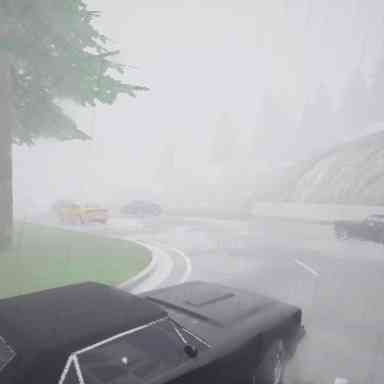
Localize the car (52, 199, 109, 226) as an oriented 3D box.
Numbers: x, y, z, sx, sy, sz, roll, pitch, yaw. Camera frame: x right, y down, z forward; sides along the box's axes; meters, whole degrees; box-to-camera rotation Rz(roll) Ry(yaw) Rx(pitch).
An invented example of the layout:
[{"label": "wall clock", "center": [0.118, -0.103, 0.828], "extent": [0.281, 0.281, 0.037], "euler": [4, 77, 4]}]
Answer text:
[{"label": "car", "center": [-7.890, 1.475, 23.912], "extent": [1.882, 1.535, 5.008], "euler": [0, 0, -45]}]

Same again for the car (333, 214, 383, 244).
[{"label": "car", "center": [8.142, 1.592, 14.049], "extent": [1.895, 1.301, 4.718], "euler": [0, 0, -13]}]

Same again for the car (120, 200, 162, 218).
[{"label": "car", "center": [-4.782, 1.498, 30.727], "extent": [1.837, 1.490, 4.892], "euler": [0, 0, -44]}]

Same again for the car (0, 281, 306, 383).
[{"label": "car", "center": [-0.782, 1.600, 3.162], "extent": [1.895, 1.301, 4.718], "euler": [0, 0, 45]}]

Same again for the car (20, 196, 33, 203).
[{"label": "car", "center": [-33.615, 1.551, 67.564], "extent": [1.994, 1.385, 4.181], "euler": [0, 0, -32]}]
